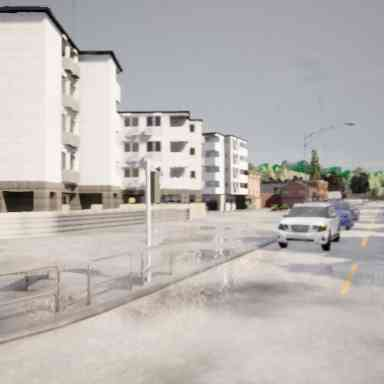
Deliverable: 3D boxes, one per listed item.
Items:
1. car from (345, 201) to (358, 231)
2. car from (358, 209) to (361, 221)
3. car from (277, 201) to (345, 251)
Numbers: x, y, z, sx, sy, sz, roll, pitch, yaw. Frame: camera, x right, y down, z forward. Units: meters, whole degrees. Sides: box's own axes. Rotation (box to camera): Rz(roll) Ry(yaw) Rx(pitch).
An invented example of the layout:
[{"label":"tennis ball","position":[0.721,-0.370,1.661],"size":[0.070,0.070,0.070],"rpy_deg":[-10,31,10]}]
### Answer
[{"label":"car","position":[11.041,1.720,25.304],"size":[2.150,2.045,5.566],"rpy_deg":[-1,-2,30]},{"label":"car","position":[16.276,2.168,34.368],"size":[1.837,1.490,4.892],"rpy_deg":[-1,-2,30]},{"label":"car","position":[5.877,1.557,16.304],"size":[2.150,2.045,5.566],"rpy_deg":[-1,-2,30]}]
